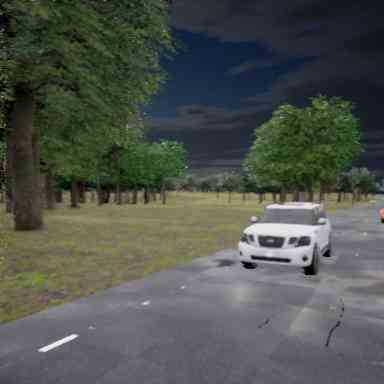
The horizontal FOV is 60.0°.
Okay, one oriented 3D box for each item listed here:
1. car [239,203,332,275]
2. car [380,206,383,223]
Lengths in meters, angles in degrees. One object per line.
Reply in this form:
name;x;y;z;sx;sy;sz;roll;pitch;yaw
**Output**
car;3.505;1.410;11.635;2.150;2.045;5.566;-1;-1;29
car;18.030;1.783;29.614;2.097;1.767;4.553;-1;-1;30
